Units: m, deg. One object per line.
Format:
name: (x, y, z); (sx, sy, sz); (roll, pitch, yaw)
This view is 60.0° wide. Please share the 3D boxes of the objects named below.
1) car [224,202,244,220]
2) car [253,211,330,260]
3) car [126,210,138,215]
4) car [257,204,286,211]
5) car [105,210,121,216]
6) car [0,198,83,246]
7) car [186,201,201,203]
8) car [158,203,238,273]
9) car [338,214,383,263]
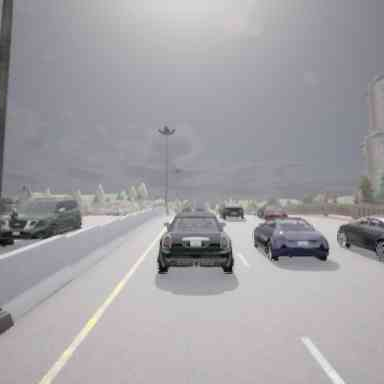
car: (3.606, 1.713, 30.873); (1.882, 1.535, 5.008); (0, -1, 0)
car: (3.602, 1.641, 12.779); (1.994, 1.385, 4.181); (0, 0, 0)
car: (-10.515, 4.009, 59.751); (2.033, 1.411, 5.357); (0, -6, 1)
car: (7.106, 1.776, 29.935); (1.994, 1.385, 4.181); (0, -1, 0)
car: (-14.013, 4.002, 59.687); (2.033, 1.411, 5.357); (0, -6, 1)
car: (-7.097, 1.317, 16.179); (2.150, 2.045, 5.566); (0, 0, 0)
car: (0.105, 1.544, 28.831); (2.097, 1.767, 4.553); (0, -1, 0)
car: (0.102, 1.418, 11.065); (2.097, 1.767, 4.553); (0, 0, 0)
car: (7.102, 1.565, 12.238); (2.128, 1.511, 4.902); (0, 0, 0)
